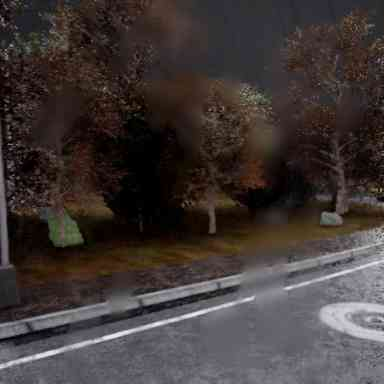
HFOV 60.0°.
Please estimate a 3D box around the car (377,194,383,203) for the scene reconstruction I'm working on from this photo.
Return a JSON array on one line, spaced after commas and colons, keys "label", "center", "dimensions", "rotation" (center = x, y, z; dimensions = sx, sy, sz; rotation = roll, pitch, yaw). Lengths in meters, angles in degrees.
[{"label": "car", "center": [28.787, 0.932, 48.245], "dimensions": [1.895, 1.301, 4.718], "rotation": [-2, 1, 6]}]
